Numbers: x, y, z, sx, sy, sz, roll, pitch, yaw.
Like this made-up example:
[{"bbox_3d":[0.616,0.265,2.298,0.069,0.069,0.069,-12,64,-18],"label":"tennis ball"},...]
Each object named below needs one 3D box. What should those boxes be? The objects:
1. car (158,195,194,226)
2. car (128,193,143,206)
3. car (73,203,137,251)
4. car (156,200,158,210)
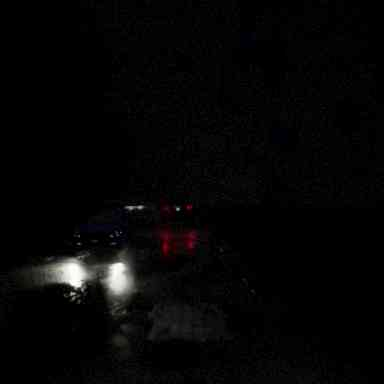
[{"bbox_3d":[-1.149,1.215,23.826,2.150,2.045,5.566,0,-1,-5],"label":"car"},{"bbox_3d":[-9.729,1.266,57.087,2.150,2.045,5.566,0,0,-12],"label":"car"},{"bbox_3d":[-3.626,1.476,14.358,1.882,1.535,5.008,0,0,-4],"label":"car"},{"bbox_3d":[-3.598,1.482,42.279,1.882,1.535,5.008,0,0,-9],"label":"car"}]
